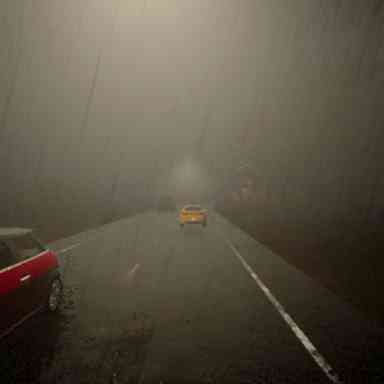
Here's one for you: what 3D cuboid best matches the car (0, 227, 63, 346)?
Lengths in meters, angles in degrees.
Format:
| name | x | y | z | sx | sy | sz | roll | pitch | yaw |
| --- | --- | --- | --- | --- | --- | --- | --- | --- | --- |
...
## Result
| name | x | y | z | sx | sy | sz | roll | pitch | yaw |
| --- | --- | --- | --- | --- | --- | --- | --- | --- | --- |
| car | -3.600 | 1.404 | 4.664 | 2.097 | 1.767 | 4.553 | 0 | -1 | 0 |

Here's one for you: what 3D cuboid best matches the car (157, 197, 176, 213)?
| name | x | y | z | sx | sy | sz | roll | pitch | yaw |
| --- | --- | --- | --- | --- | --- | --- | --- | --- | --- |
| car | -3.406 | 1.722 | 45.883 | 2.150 | 2.045 | 5.566 | 0 | -1 | 2 |

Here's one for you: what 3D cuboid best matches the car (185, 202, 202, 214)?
| name | x | y | z | sx | sy | sz | roll | pitch | yaw |
| --- | --- | --- | --- | --- | --- | --- | --- | --- | --- |
| car | 0.207 | 2.024 | 42.489 | 1.994 | 1.385 | 4.181 | 0 | -1 | 1 |

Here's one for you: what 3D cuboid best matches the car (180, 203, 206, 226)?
| name | x | y | z | sx | sy | sz | roll | pitch | yaw |
| --- | --- | --- | --- | --- | --- | --- | --- | --- | --- |
| car | 0.094 | 1.757 | 25.718 | 1.882 | 1.535 | 5.008 | 0 | -1 | 0 |
